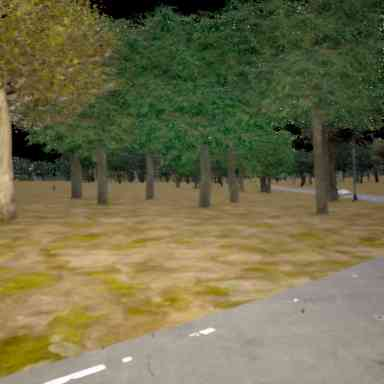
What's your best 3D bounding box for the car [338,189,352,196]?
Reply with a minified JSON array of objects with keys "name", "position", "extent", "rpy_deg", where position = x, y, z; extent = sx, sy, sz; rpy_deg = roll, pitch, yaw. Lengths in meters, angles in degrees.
[{"name":"car","position":[34.547,0.126,75.824],"extent":[1.812,1.442,4.674],"rpy_deg":[-3,1,0]}]
